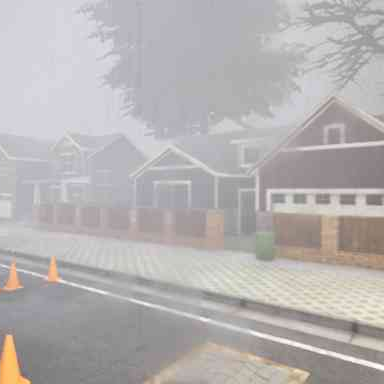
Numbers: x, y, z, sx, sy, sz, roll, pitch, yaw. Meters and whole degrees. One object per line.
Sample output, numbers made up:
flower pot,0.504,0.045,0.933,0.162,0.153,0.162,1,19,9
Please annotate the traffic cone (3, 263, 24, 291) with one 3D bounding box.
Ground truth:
traffic cone,-4.200,1.968,7.835,0.340,0.580,0.340,0,0,36

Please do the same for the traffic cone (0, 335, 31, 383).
traffic cone,-2.127,1.962,3.872,0.340,0.580,0.340,0,0,36

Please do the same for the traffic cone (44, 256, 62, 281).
traffic cone,-3.615,1.970,8.646,0.340,0.580,0.340,0,0,36
